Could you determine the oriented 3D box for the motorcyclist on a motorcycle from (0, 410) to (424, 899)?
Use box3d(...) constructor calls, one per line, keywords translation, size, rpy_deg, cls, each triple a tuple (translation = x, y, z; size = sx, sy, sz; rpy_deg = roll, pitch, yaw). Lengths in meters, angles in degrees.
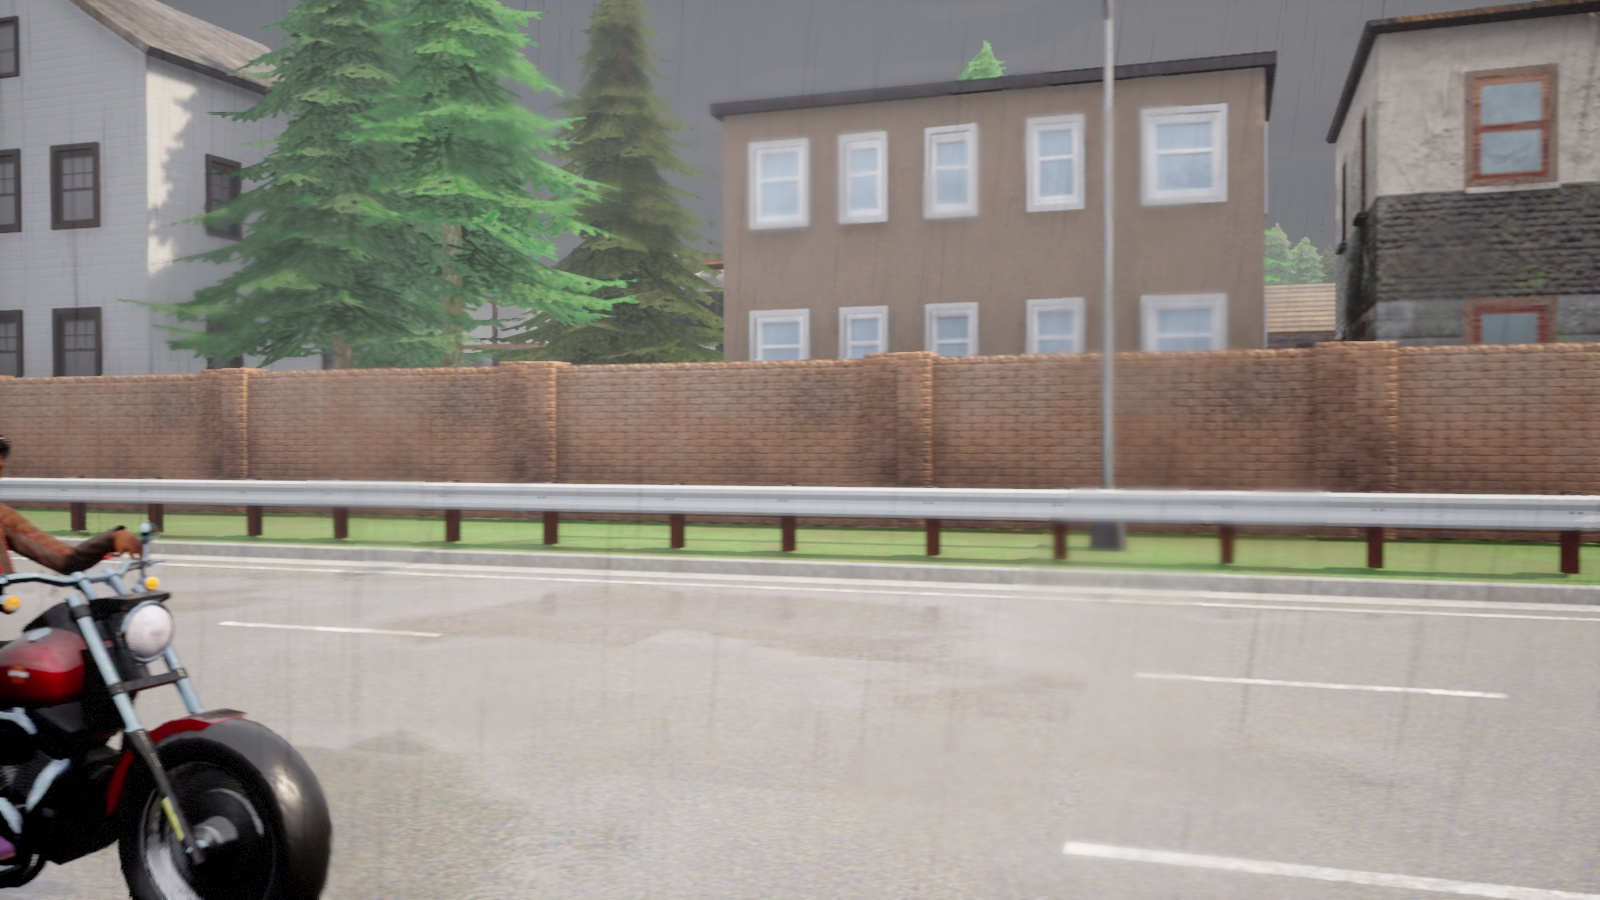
box3d(translation=(-2.434, 0.703, 4.010), size=(2.350, 1.649, 0.766), rpy_deg=(1, 1, 19), cls="motorcyclist on a motorcycle")
